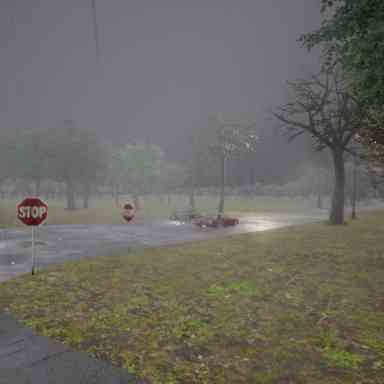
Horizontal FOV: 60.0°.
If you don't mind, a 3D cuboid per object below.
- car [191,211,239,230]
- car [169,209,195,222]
[{"bbox_3d":[2.294,2.576,29.229,1.895,1.301,4.718,1,-1,36],"label":"car"},{"bbox_3d":[-0.722,2.566,37.031,1.994,1.385,4.181,1,-1,36],"label":"car"}]
